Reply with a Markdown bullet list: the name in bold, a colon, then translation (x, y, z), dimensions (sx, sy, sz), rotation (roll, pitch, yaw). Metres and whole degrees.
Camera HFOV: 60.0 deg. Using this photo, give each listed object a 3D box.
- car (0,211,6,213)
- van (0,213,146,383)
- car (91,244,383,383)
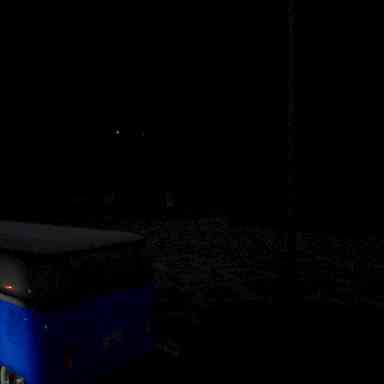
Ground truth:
- **car**: translation (-12.020, 1.774, 19.747), dimensions (2.033, 1.411, 5.357), rotation (0, -1, 37)
- **van**: translation (-2.358, 1.343, 4.644), dimensions (3.998, 1.788, 1.690), rotation (0, 0, 35)
- **car**: translation (2.068, 1.315, 1.486), dimensions (5.009, 1.841, 2.192), rotation (0, 0, 35)
